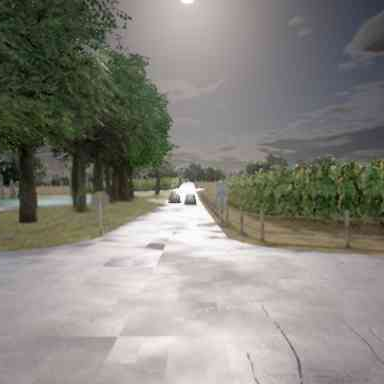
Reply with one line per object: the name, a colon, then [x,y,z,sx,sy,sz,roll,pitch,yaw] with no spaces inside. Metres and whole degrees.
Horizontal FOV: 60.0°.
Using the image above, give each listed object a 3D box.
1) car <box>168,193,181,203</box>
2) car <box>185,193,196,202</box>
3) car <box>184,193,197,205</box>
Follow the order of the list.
car: [-2.996,1.013,57.986,2.097,1.767,4.553,0,1,0]
car: [-0.271,1.004,63.799,1.882,1.535,5.008,0,1,0]
car: [-0.228,1.305,53.800,1.994,1.385,4.181,0,1,0]
